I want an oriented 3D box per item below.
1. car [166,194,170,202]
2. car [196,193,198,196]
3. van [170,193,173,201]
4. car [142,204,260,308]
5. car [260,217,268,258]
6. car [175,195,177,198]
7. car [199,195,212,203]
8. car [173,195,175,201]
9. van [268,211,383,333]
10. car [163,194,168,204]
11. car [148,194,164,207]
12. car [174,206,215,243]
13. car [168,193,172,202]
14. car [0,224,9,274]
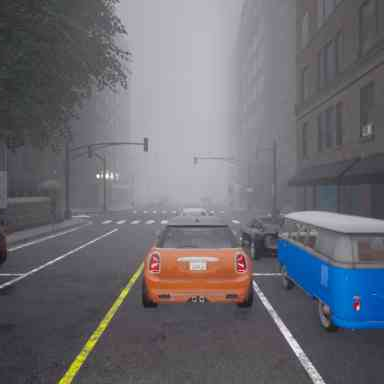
[{"bbox_3d":[-5.653,1.515,61.094,1.887,1.381,4.507,0,0,0],"label":"car"},{"bbox_3d":[2.880,1.508,93.991,1.752,1.417,4.829,0,0,0],"label":"car"},{"bbox_3d":[-5.651,1.313,71.996,1.690,1.788,3.998,0,0,0],"label":"van"},{"bbox_3d":[0.104,1.351,8.096,2.097,1.767,4.553,0,0,0],"label":"car"},{"bbox_3d":[2.859,1.563,12.202,1.947,1.339,4.313,0,0,0],"label":"car"},{"bbox_3d":[-5.649,1.291,82.897,2.192,1.841,5.009,0,0,0],"label":"car"},{"bbox_3d":[2.872,1.411,66.579,1.967,1.590,4.097,0,0,0],"label":"car"},{"bbox_3d":[-5.649,1.524,77.446,2.008,1.369,4.403,0,0,0],"label":"car"},{"bbox_3d":[2.858,1.340,6.542,1.690,1.788,3.998,0,0,0],"label":"van"},{"bbox_3d":[-5.655,1.522,55.643,2.008,1.369,4.403,0,0,0],"label":"car"},{"bbox_3d":[-5.656,1.499,50.023,1.752,1.417,4.829,0,0,0],"label":"car"},{"bbox_3d":[0.106,1.521,17.097,1.812,1.442,4.674,0,0,0],"label":"car"},{"bbox_3d":[-5.652,1.515,66.545,1.887,1.381,4.507,0,0,0],"label":"car"},{"bbox_3d":[-5.667,1.314,6.504,2.192,1.841,5.009,0,0,0],"label":"car"}]
